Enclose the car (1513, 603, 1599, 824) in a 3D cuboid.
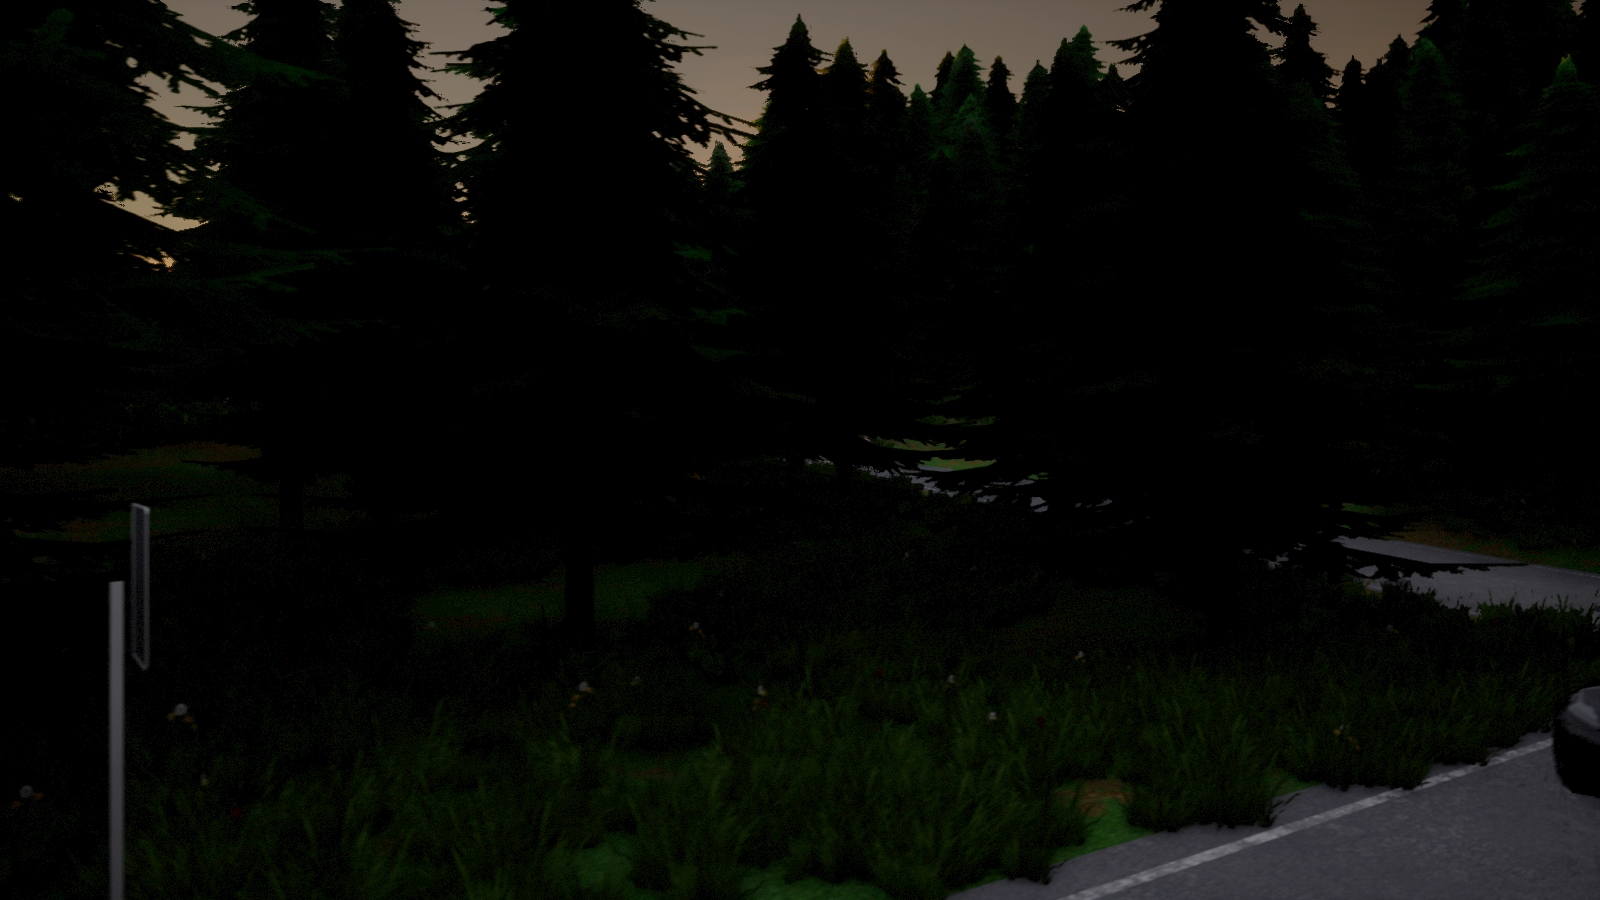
[{"bbox_3d":[8.283,2.063,9.438,4.792,1.488,2.163,0,0,-32],"label":"car"}]
